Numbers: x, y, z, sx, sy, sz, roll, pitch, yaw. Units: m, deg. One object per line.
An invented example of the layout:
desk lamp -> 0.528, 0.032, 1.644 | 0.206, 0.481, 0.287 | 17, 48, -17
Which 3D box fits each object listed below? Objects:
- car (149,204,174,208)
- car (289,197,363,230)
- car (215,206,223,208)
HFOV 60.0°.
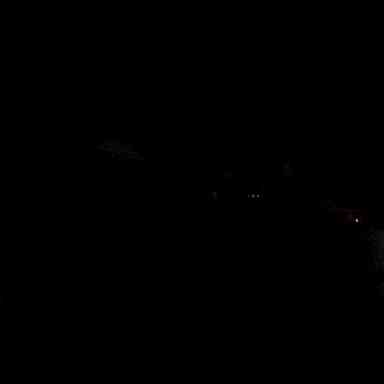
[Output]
car -> -3.623, 1.737, 38.556 | 2.097, 1.767, 4.553 | 3, -2, -37
car -> 8.240, 1.375, 22.066 | 2.150, 2.045, 5.566 | 2, -2, -35
car -> 2.333, 1.826, 30.434 | 2.033, 1.411, 5.357 | 2, -2, -36
